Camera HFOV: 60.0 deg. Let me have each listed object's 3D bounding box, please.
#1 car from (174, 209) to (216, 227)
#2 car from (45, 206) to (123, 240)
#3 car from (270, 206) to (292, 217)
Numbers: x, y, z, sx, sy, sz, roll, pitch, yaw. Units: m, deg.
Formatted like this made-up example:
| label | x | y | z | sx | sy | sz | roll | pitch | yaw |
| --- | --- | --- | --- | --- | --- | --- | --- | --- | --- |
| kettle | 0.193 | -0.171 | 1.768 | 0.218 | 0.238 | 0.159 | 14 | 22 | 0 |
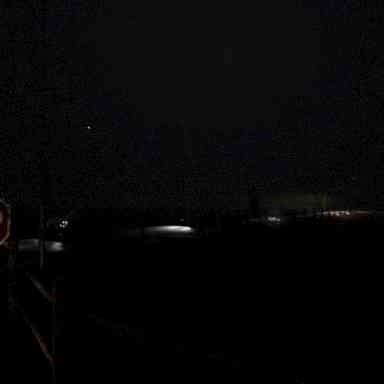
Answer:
| label | x | y | z | sx | sy | sz | roll | pitch | yaw |
| --- | --- | --- | --- | --- | --- | --- | --- | --- | --- |
| car | 0.319 | 2.195 | 28.952 | 1.994 | 1.385 | 4.181 | 0 | -1 | 35 |
| car | -6.316 | 1.732 | 19.572 | 2.097 | 1.767 | 4.553 | 0 | -1 | 36 |
| car | 12.318 | 2.646 | 45.957 | 2.128 | 1.511 | 4.902 | 0 | -1 | 35 |
